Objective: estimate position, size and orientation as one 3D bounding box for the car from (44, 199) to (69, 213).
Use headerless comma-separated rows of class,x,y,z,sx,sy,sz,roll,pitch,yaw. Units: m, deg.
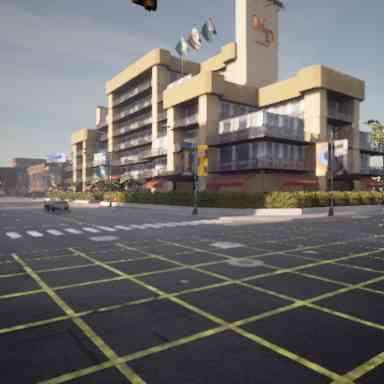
car,-15.386,1.513,37.775,2.128,1.511,4.902,0,0,-36
